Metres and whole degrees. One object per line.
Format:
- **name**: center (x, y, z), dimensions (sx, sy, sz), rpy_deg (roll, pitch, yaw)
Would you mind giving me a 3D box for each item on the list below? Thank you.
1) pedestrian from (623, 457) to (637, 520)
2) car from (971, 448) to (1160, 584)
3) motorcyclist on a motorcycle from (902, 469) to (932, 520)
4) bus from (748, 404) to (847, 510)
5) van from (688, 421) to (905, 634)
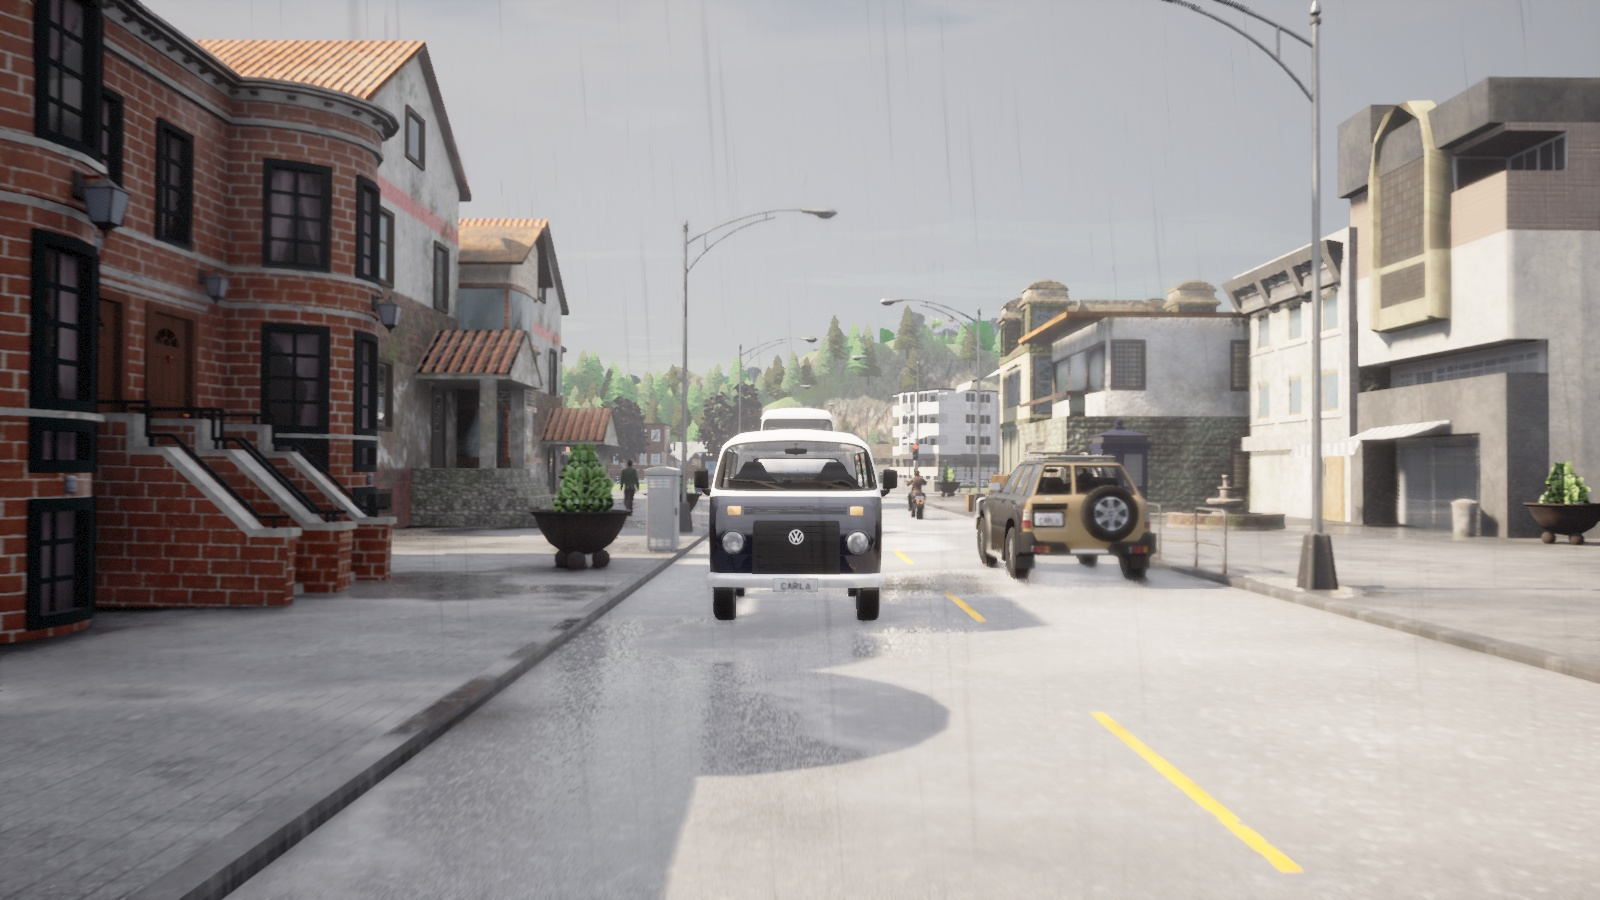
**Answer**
- **pedestrian**: center (-5.363, 1.209, 39.655), dimensions (0.423, 1.949, 0.788), rpy_deg (0, -1, -5)
- **car**: center (3.946, 0.942, 19.481), dimensions (1.932, 1.855, 4.605), rpy_deg (0, -1, 0)
- **motorcyclist on a motorcycle**: center (3.884, 1.451, 41.874), dimensions (0.766, 1.649, 2.350), rpy_deg (0, -1, 0)
- **bus**: center (-0.150, 0.367, 55.411), dimensions (3.944, 4.253, 10.273), rpy_deg (0, -1, -1)
- **van**: center (-0.041, 0.777, 14.280), dimensions (2.069, 2.038, 4.480), rpy_deg (0, -1, 0)
